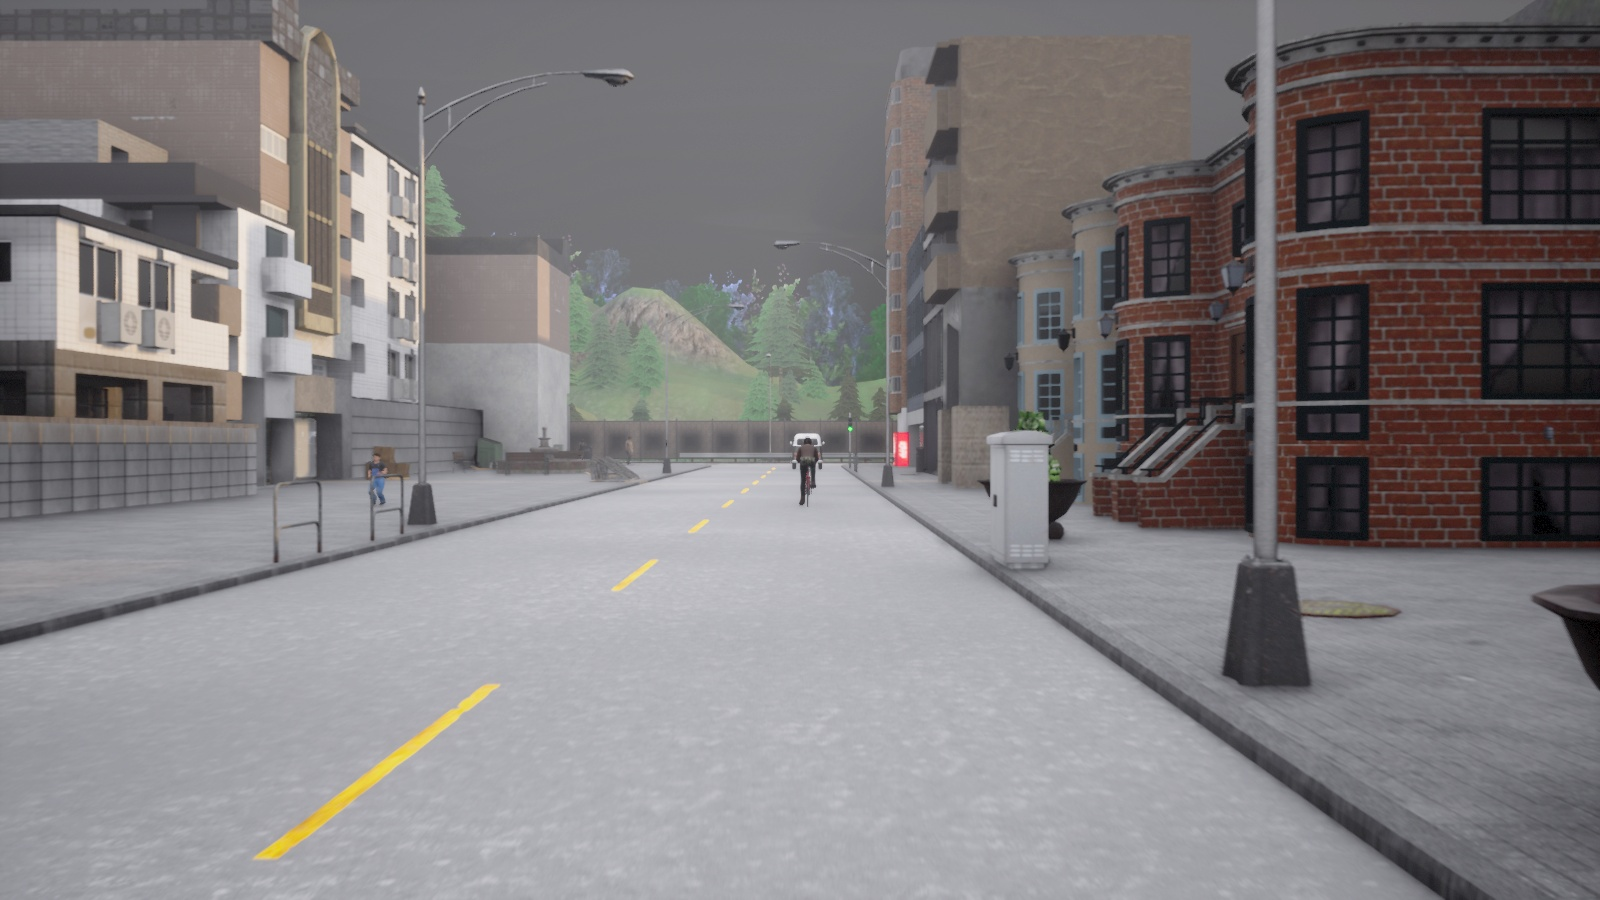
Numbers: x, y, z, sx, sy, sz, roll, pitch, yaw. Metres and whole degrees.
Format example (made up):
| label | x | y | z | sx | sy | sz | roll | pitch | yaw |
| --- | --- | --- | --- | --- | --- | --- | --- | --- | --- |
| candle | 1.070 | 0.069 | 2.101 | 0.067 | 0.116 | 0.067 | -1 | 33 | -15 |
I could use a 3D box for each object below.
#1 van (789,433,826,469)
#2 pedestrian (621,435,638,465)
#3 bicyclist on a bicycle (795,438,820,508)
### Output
| label | x | y | z | sx | sy | sz | roll | pitch | yaw |
| --- | --- | --- | --- | --- | --- | --- | --- | --- | --- |
| van | 0.428 | 0.059 | 72.957 | 2.069 | 2.038 | 4.480 | 0 | 0 | 0 |
| pedestrian | -11.279 | -0.025 | 83.047 | 0.873 | 1.952 | 0.659 | 0 | 0 | 32 |
| bicyclist on a bicycle | 0.184 | 0.532 | 29.750 | 0.582 | 1.620 | 1.656 | 0 | 0 | 0 |
